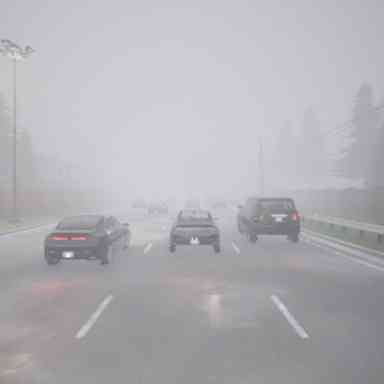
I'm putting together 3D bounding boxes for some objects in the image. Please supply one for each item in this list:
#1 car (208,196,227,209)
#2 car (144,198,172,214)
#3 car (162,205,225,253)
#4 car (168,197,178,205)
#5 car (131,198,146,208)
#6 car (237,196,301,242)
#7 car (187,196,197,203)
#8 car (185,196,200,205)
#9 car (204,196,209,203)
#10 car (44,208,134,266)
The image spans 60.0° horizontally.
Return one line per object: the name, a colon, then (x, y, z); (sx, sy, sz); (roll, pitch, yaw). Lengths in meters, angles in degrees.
car: (3.592, 1.515, 45.366); (1.812, 1.442, 4.674); (0, 0, 0)
car: (-3.406, 1.592, 34.522); (1.895, 1.301, 4.718); (0, 0, 0)
car: (0.098, 1.488, 13.776); (2.128, 1.511, 4.902); (0, 0, 0)
car: (-3.508, 1.549, 57.213); (1.994, 1.385, 4.181); (0, 0, 0)
car: (-6.908, 1.514, 44.414); (1.812, 1.442, 4.674); (0, 0, 0)
car: (3.597, 1.218, 16.418); (2.150, 2.045, 5.566); (0, 0, 0)
car: (-0.012, 1.509, 67.349); (1.812, 1.442, 4.674); (0, 0, 0)
car: (0.091, 1.553, 45.024); (1.994, 1.385, 4.181); (0, 0, 0)
car: (3.488, 1.462, 67.350); (1.882, 1.535, 5.008); (0, 0, 0)
car: (-3.402, 1.499, 11.560); (1.837, 1.490, 4.892); (0, -1, 0)
